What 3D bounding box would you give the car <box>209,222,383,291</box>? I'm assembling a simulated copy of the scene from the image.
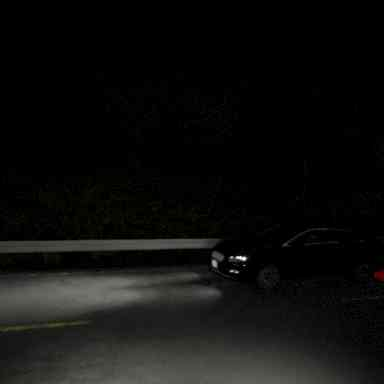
[{"bbox_3d":[2.908,1.597,9.063,4.902,1.511,2.128,2,0,-18],"label":"car"}]
